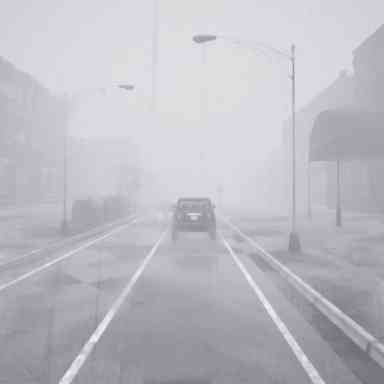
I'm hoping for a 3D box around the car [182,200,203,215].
[{"bbox_3d":[0.098,1.639,36.218,2.128,1.511,4.902,0,0,0],"label":"car"}]

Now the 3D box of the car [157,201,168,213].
[{"bbox_3d":[-3.083,1.734,40.094,1.994,1.385,4.181,0,0,0],"label":"car"}]

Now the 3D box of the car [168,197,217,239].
[{"bbox_3d":[0.099,1.268,17.768,2.150,2.045,5.566,0,0,0],"label":"car"}]
